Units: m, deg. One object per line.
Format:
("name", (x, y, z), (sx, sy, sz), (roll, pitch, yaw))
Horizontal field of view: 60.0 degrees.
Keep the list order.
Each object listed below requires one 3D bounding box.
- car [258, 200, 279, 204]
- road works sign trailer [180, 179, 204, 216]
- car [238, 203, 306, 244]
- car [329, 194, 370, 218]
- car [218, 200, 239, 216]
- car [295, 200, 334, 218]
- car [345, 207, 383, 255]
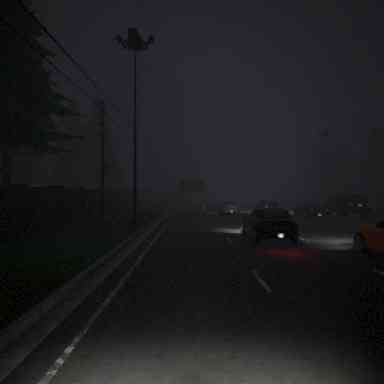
("car", (7.100, 1.486, 31.406), (2.128, 1.511, 4.902), (0, 0, 0))
("road works sign trailer", (0.000, 0.459, 33.025), (2.380, 3.560, 2.880), (0, 0, 0))
("car", (3.600, 1.502, 15.869), (1.837, 1.490, 4.892), (0, 0, 0))
("car", (14.100, 1.217, 30.550), (2.150, 2.045, 5.566), (0, 0, 0))
("car", (3.586, 1.520, 32.437), (1.812, 1.442, 4.674), (0, 0, 0))
("car", (10.599, 1.596, 29.839), (1.895, 1.301, 4.718), (0, 0, 0))
("car", (7.099, 1.476, 10.661), (1.882, 1.535, 5.008), (0, 0, 0))
